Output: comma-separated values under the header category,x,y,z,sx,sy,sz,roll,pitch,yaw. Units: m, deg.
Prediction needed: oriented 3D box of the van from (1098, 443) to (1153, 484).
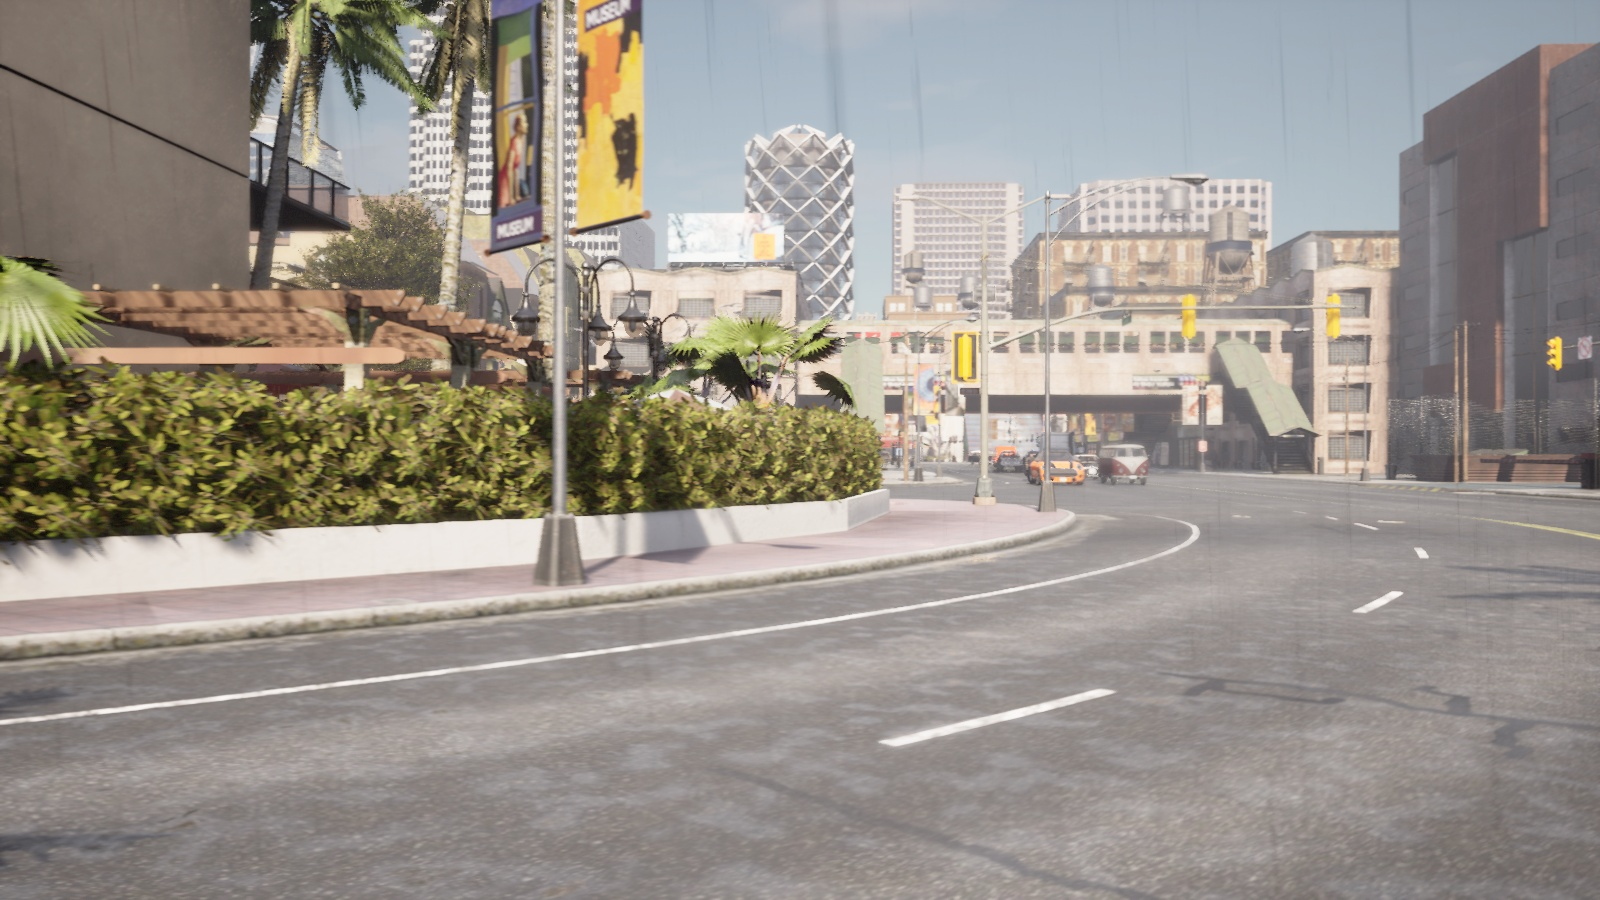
category,x,y,z,sx,sy,sz,roll,pitch,yaw
van,16.057,0.652,62.114,1.775,1.987,4.442,0,0,3

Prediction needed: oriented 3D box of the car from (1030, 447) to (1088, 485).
category,x,y,z,sx,sy,sz,roll,pitch,yaw
car,12.483,0.763,60.842,2.097,1.767,4.553,0,0,3

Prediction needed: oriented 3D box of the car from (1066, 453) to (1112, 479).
category,x,y,z,sx,sy,sz,roll,pitch,yaw
car,16.618,0.896,72.423,1.970,1.475,3.806,0,0,3
